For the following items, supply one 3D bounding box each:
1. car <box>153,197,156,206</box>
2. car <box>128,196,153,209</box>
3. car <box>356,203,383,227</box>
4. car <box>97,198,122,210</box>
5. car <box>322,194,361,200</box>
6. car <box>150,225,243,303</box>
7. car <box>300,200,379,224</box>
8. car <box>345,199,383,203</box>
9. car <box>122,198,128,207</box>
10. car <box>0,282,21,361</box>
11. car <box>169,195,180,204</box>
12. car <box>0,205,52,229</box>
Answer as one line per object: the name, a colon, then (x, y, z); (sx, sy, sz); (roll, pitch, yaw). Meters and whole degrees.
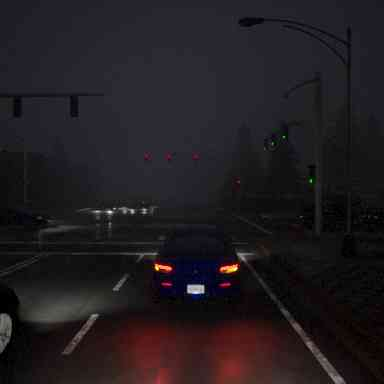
car: (-7.136, 1.505, 55.495); (1.837, 1.490, 4.892); (0, 0, 0)
car: (-7.149, 1.352, 46.353); (2.097, 1.767, 4.553); (0, 0, 0)
car: (13.403, 1.547, 20.408); (5.357, 1.411, 2.033); (0, 0, 0)
car: (-10.645, 1.526, 42.293); (1.812, 1.442, 4.674); (0, 0, 0)
car: (13.062, 1.222, 31.107); (5.566, 2.045, 2.150); (0, 0, 0)
car: (0.130, 1.526, 8.088); (1.812, 1.442, 4.674); (0, 0, 2)
car: (10.297, 1.505, 23.919); (4.892, 1.490, 1.837); (0, 0, 0)
car: (15.883, 1.547, 27.608); (5.357, 1.411, 2.033); (0, 0, 0)
car: (-10.648, 1.601, 51.392); (1.895, 1.301, 4.718); (0, 0, 0)
car: (-3.442, 1.505, 2.954); (1.837, 1.490, 4.892); (0, 0, 0)
car: (-3.478, 1.352, 66.221); (2.097, 1.767, 4.553); (0, 0, 0)
car: (-11.256, 1.526, 20.772); (4.674, 1.442, 1.812); (0, 0, 1)
